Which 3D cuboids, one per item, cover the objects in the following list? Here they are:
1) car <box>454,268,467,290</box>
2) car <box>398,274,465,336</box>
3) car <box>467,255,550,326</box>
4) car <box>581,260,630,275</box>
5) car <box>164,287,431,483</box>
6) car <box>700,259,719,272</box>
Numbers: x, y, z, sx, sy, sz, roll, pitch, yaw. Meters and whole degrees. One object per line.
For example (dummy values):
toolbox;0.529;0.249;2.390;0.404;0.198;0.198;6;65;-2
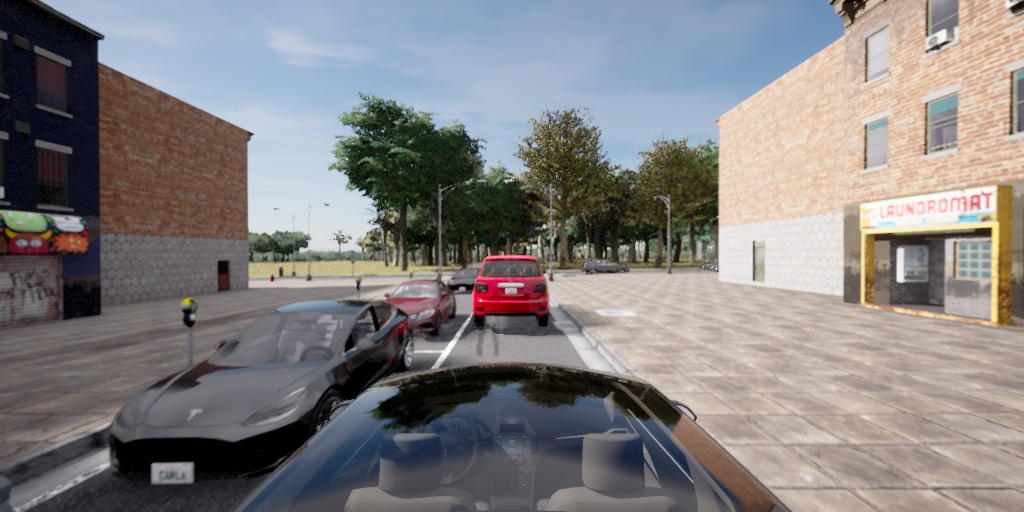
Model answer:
car;-2.640;1.387;21.275;1.948;1.339;4.313;0;0;0
car;-2.639;1.363;10.405;1.802;1.307;4.207;0;0;0
car;-0.015;1.009;11.988;2.150;2.045;5.566;0;0;0
car;9.498;1.180;36.621;4.902;1.511;2.128;-1;0;-1
car;-2.639;1.327;4.970;1.948;1.339;4.313;0;0;0
car;23.013;0.976;39.465;4.181;1.385;1.994;-1;1;0
